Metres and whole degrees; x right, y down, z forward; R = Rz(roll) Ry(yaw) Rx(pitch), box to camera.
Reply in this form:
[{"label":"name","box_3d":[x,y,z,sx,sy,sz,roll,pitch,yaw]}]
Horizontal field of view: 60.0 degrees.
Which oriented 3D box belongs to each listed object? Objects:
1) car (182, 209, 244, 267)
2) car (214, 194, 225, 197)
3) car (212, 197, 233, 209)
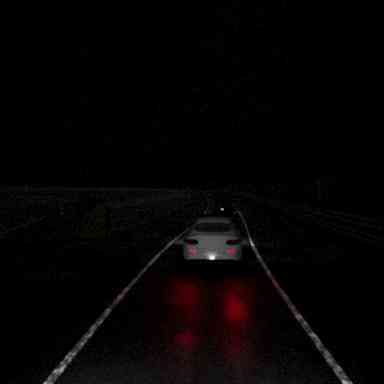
[{"label":"car","box_3d":[0.733,1.509,11.247,1.812,1.442,4.674,0,0,5]},{"label":"car","box_3d":[4.565,1.014,54.983,2.128,1.511,4.902,0,1,3]},{"label":"car","box_3d":[2.897,1.474,31.513,1.994,1.385,4.181,0,1,6]}]
